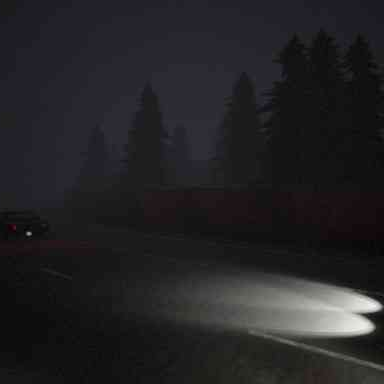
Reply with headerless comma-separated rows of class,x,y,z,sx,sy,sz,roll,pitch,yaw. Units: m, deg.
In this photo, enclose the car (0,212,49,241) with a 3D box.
car,-9.263,1.680,17.462,1.895,1.301,4.718,0,0,-43
